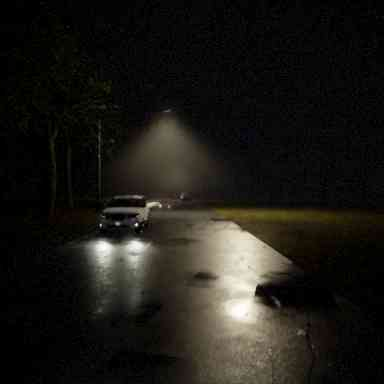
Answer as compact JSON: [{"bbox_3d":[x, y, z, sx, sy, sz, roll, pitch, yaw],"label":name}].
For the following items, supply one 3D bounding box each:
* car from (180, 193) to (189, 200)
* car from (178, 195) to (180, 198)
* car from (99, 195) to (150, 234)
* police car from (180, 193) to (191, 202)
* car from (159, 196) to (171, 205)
[{"bbox_3d":[-2.221,1.296,94.884,2.150,2.045,5.566,0,0,-4],"label":"car"},{"bbox_3d":[-1.831,1.288,88.887,2.150,2.045,5.566,0,0,-4],"label":"car"},{"bbox_3d":[-3.759,1.222,19.421,2.150,2.045,5.566,0,0,-1],"label":"car"},{"bbox_3d":[-1.234,1.467,78.958,1.930,1.638,5.238,0,0,-3],"label":"police car"},{"bbox_3d":[-4.901,1.498,60.395,1.882,1.535,5.008,0,0,-2],"label":"car"}]
